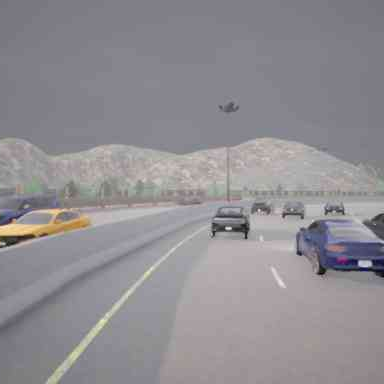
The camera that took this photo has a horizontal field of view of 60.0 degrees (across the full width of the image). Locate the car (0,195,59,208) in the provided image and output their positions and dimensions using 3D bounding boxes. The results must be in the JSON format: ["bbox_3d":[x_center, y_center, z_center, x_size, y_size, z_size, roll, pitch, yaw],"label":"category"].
[{"bbox_3d":[-8.895,1.184,17.080,2.150,2.045,5.566,0,0,10],"label":"car"}]

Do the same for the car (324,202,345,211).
[{"bbox_3d":[15.163,1.665,35.274,1.895,1.301,4.718,0,0,25],"label":"car"}]

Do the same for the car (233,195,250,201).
[{"bbox_3d":[8.711,1.562,52.912,1.812,1.442,4.674,0,0,32],"label":"car"}]

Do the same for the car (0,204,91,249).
[{"bbox_3d":[-5.897,1.453,13.511,1.882,1.535,5.008,0,0,9],"label":"car"}]

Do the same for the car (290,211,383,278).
[{"bbox_3d":[4.425,1.545,10.236,1.812,1.442,4.674,0,0,7],"label":"car"}]

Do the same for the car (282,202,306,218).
[{"bbox_3d":[9.397,1.587,30.603,2.033,1.411,5.357,0,0,21],"label":"car"}]

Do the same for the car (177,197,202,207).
[{"bbox_3d":[-0.261,1.547,51.615,2.033,1.411,5.357,0,0,29],"label":"car"}]

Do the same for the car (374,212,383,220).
[{"bbox_3d":[8.462,1.541,13.659,1.837,1.490,4.892,0,0,9],"label":"car"}]

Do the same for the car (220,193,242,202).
[{"bbox_3d":[6.859,1.248,56.496,2.150,2.045,5.566,0,0,34],"label":"car"}]

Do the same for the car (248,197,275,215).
[{"bbox_3d":[7.584,1.537,35.302,1.837,1.490,4.892,0,0,22],"label":"car"}]

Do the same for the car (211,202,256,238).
[{"bbox_3d":[2.193,1.501,18.023,2.128,1.511,4.902,0,0,11],"label":"car"}]
